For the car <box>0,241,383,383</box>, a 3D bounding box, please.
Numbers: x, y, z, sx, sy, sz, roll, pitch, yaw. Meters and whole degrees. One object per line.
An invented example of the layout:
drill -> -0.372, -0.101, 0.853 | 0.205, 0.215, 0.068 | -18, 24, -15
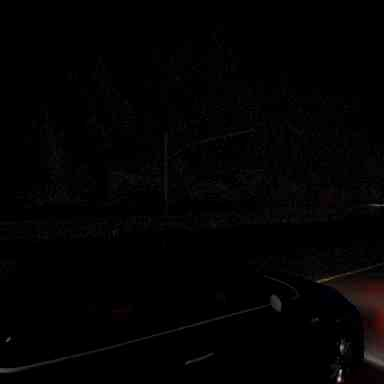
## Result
car -> -0.078, 1.351, 3.692 | 4.553, 1.767, 2.097 | 0, 0, -36

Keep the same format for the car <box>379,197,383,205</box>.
car -> 31.662, 1.242, 53.044 | 4.892, 1.490, 1.837 | -1, 0, -36
